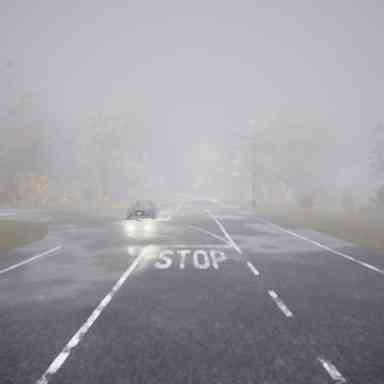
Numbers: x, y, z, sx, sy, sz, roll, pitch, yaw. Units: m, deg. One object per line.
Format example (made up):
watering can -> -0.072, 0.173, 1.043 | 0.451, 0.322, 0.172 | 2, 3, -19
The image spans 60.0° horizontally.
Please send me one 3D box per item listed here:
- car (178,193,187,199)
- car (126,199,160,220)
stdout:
car -> -2.677, 1.106, 93.037 | 1.882, 1.535, 5.008 | 0, 0, 6
car -> -3.483, 1.236, 24.179 | 1.994, 1.385, 4.181 | 1, 0, 0
